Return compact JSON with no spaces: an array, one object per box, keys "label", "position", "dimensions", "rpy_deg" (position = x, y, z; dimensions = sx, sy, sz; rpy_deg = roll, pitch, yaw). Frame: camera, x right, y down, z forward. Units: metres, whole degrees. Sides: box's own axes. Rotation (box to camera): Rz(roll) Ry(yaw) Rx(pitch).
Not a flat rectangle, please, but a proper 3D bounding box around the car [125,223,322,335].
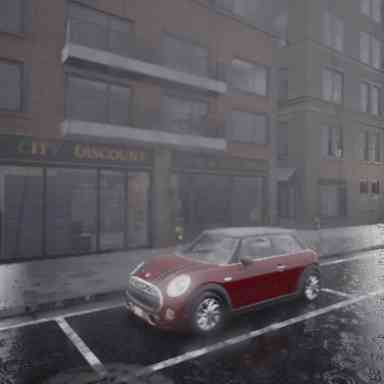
[{"label":"car","position":[0.739,1.477,6.708],"dimensions":[4.097,1.590,1.967],"rpy_deg":[1,0,-35]}]
